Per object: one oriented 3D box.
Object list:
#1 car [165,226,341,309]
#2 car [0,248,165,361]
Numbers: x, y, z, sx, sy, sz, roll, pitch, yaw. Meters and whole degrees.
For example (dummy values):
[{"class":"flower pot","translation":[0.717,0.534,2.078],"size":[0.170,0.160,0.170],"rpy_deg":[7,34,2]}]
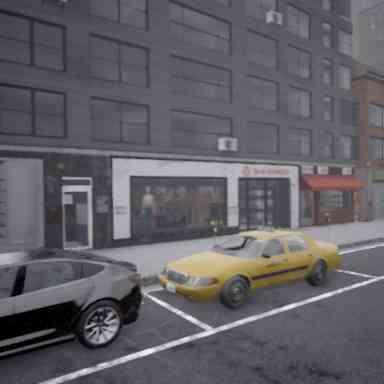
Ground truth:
[{"class":"car","translation":[1.559,1.505,7.771],"size":[4.829,1.417,1.752],"rpy_deg":[0,-1,-35]},{"class":"car","translation":[-2.785,1.565,4.673],"size":[4.313,1.339,1.947],"rpy_deg":[0,-1,-35]}]
